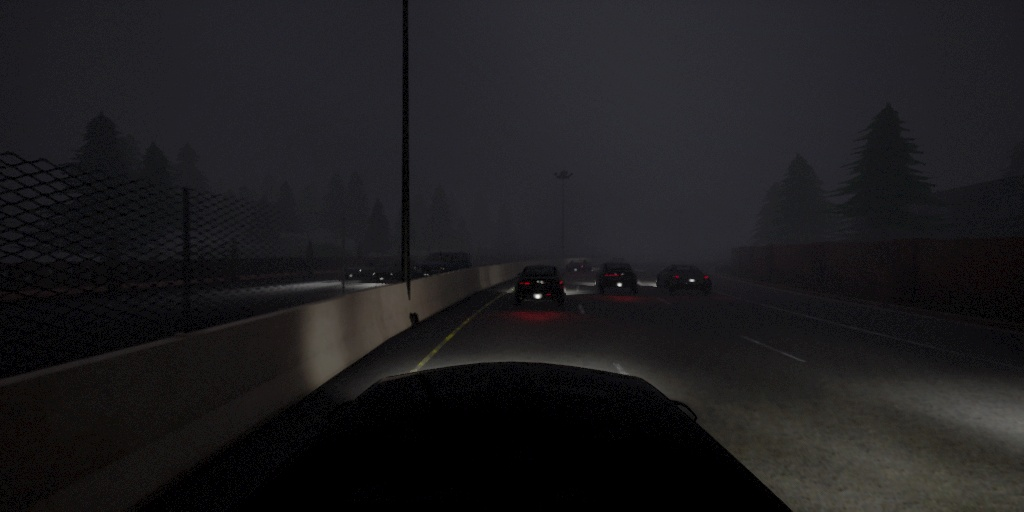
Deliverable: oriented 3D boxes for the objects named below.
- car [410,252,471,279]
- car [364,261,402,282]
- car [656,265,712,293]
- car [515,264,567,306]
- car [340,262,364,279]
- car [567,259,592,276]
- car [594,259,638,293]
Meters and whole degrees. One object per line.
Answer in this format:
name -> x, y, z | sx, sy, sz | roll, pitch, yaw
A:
car -> -4.449, 0.727, 23.676 | 2.150, 2.045, 5.566 | 0, 1, 13
car -> -7.682, 1.030, 25.332 | 2.033, 1.411, 5.357 | 0, 1, 13
car -> 9.151, 1.142, 19.380 | 1.994, 1.385, 4.181 | 0, 1, 12
car -> 1.229, 1.116, 14.873 | 1.837, 1.490, 4.892 | 0, 1, 8
car -> -10.778, 1.056, 27.313 | 1.895, 1.301, 4.718 | 0, 1, 14
car -> 6.835, 0.996, 35.995 | 1.895, 1.301, 4.718 | 0, 1, 21
car -> 5.569, 1.076, 19.405 | 1.837, 1.490, 4.892 | 0, 1, 11
